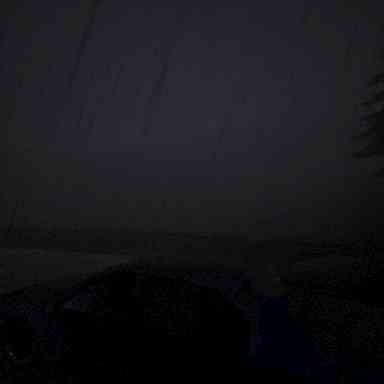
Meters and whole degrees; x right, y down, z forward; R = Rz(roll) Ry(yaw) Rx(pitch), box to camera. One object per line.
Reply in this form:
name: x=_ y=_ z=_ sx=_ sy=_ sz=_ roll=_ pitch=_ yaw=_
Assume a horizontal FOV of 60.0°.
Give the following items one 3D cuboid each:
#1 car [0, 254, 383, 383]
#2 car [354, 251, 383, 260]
car: x=-0.326 y=1.561 z=4.202 sx=5.357 sy=1.411 sz=2.033 roll=0 pitch=0 yaw=29
car: x=4.122 y=1.538 z=5.345 sx=5.357 sy=1.411 sz=2.033 roll=0 pitch=0 yaw=34
